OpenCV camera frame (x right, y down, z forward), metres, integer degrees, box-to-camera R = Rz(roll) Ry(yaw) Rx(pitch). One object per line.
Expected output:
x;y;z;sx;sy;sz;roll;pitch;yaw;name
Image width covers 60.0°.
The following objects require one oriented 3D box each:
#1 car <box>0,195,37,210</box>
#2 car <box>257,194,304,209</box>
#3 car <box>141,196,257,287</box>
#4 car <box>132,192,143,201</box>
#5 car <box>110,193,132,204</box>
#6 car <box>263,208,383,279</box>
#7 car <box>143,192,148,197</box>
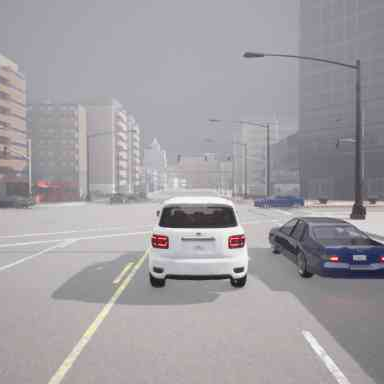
-19.107;1.072;34.567;5.357;1.411;2.033;0;1;1;car
8.863;0.962;33.932;5.008;1.535;1.882;0;1;-3;car
0.147;1.128;9.213;2.150;2.045;5.566;0;1;0;car
-10.216;0.867;57.076;1.994;1.385;4.181;0;0;0;car
-10.283;0.877;47.076;1.837;1.490;4.892;0;1;1;car
3.663;1.441;9.755;2.033;1.411;5.357;0;1;0;car
-10.106;0.736;67.163;1.882;1.535;5.008;0;0;1;car
